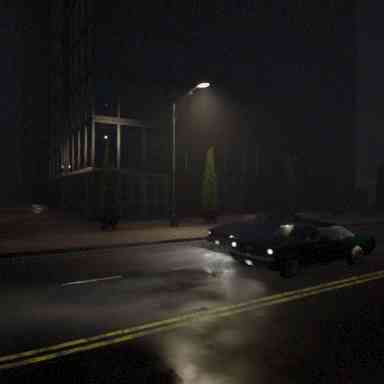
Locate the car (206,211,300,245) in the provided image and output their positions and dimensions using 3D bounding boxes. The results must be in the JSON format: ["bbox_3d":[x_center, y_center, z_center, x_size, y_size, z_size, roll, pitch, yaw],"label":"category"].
[{"bbox_3d":[3.234,1.547,14.170,5.357,1.411,2.033,0,0,-32],"label":"car"}]

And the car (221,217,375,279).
[{"bbox_3d":[3.426,1.601,10.180,4.718,1.301,1.895,0,0,-32],"label":"car"}]
